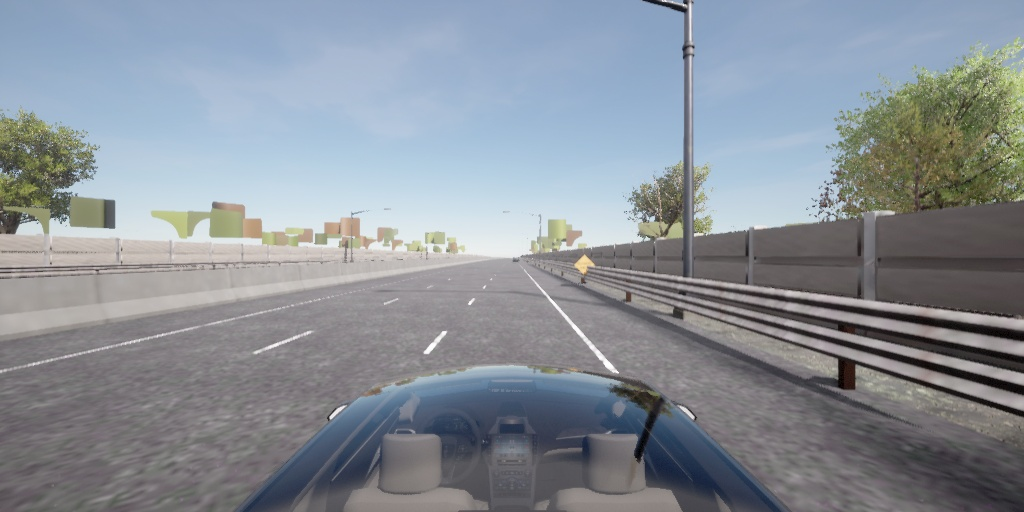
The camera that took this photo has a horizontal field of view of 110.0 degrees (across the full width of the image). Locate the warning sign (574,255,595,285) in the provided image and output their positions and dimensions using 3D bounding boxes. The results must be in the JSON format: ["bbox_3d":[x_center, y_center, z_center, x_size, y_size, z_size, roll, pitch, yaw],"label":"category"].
[{"bbox_3d":[4.550,0.854,22.401,1.300,1.860,1.060,0,0,0],"label":"warning sign"}]
